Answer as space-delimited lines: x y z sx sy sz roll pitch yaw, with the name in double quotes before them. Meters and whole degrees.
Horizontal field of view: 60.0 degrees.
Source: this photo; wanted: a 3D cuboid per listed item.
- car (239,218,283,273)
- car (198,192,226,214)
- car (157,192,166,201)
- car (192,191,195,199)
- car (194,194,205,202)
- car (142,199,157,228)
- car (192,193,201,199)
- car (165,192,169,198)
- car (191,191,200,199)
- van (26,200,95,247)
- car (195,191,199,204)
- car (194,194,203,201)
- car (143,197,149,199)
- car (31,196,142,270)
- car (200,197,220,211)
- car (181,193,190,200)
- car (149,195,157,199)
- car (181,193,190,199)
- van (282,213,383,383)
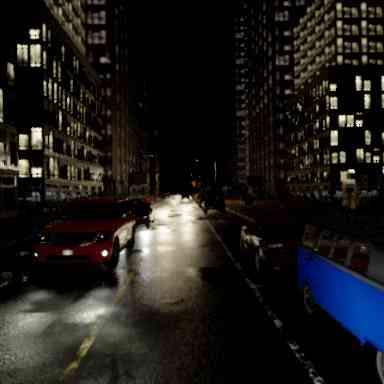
"car" 2.553 1.443 10.202 1.887 1.381 4.507 -1 0 -1
"car" 2.086 1.087 32.349 2.192 1.841 5.009 -1 0 -1
"car" -7.059 1.262 70.952 1.802 1.307 4.206 -1 0 -1
"car" 1.646 0.958 54.502 2.192 1.841 5.009 -1 0 -1
"car" 1.428 1.130 65.580 2.008 1.369 4.403 -1 0 -1
"car" -3.486 1.450 21.744 1.812 1.442 4.674 -1 0 -1
"car" 1.098 1.047 82.194 1.947 1.339 4.313 -1 0 -1
"car" -7.280 1.197 82.028 1.802 1.307 4.206 -1 0 -1
"car" 0.985 0.764 87.731 2.192 1.841 5.009 -1 0 -1
"van" -5.960 1.342 15.569 1.690 1.788 3.998 -1 0 -1
"car" 1.866 1.023 43.426 2.192 1.841 5.009 -1 0 -1
"car" 1.314 1.071 71.288 1.752 1.417 4.829 -1 0 -1
"car" -6.399 1.425 37.722 2.008 1.369 4.403 -1 0 -1
"car" -3.297 1.205 11.424 2.150 2.045 5.566 -1 0 -1
"car" 1.979 1.285 37.888 1.887 1.381 4.507 -1 0 -1
"car" -1.439 1.090 74.245 1.812 1.442 4.674 -1 0 -1
"car" -6.618 1.391 48.799 1.802 1.307 4.206 -1 0 -1
"car" -1.639 0.946 84.251 1.994 1.385 4.181 -1 0 -1
"van" 2.751 1.269 4.665 1.690 1.788 3.998 -1 0 -1
